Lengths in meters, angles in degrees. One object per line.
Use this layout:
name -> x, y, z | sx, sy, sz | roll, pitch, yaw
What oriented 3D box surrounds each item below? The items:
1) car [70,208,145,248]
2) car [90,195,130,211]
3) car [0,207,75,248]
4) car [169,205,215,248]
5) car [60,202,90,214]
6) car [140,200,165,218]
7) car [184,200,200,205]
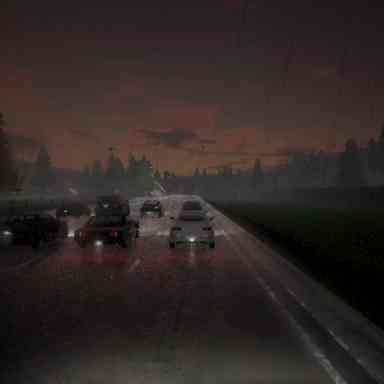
car -> -3.500, 1.615, 14.680 | 1.895, 1.301, 4.718 | 0, 0, 0
car -> -7.000, 1.257, 29.680 | 2.150, 2.045, 5.566 | 0, 0, 0
car -> -7.000, 1.571, 14.650 | 1.994, 1.385, 4.181 | 0, 0, 0
car -> 0.000, 1.532, 14.650 | 1.812, 1.442, 4.674 | 0, 0, 0
car -> -10.500, 1.571, 29.650 | 1.994, 1.385, 4.181 | 0, 0, 0
car -> -3.500, 1.494, 29.650 | 2.128, 1.511, 4.902 | 0, 0, 0
car -> 0.000, 1.515, 29.650 | 1.837, 1.490, 4.892 | 0, 0, 0
